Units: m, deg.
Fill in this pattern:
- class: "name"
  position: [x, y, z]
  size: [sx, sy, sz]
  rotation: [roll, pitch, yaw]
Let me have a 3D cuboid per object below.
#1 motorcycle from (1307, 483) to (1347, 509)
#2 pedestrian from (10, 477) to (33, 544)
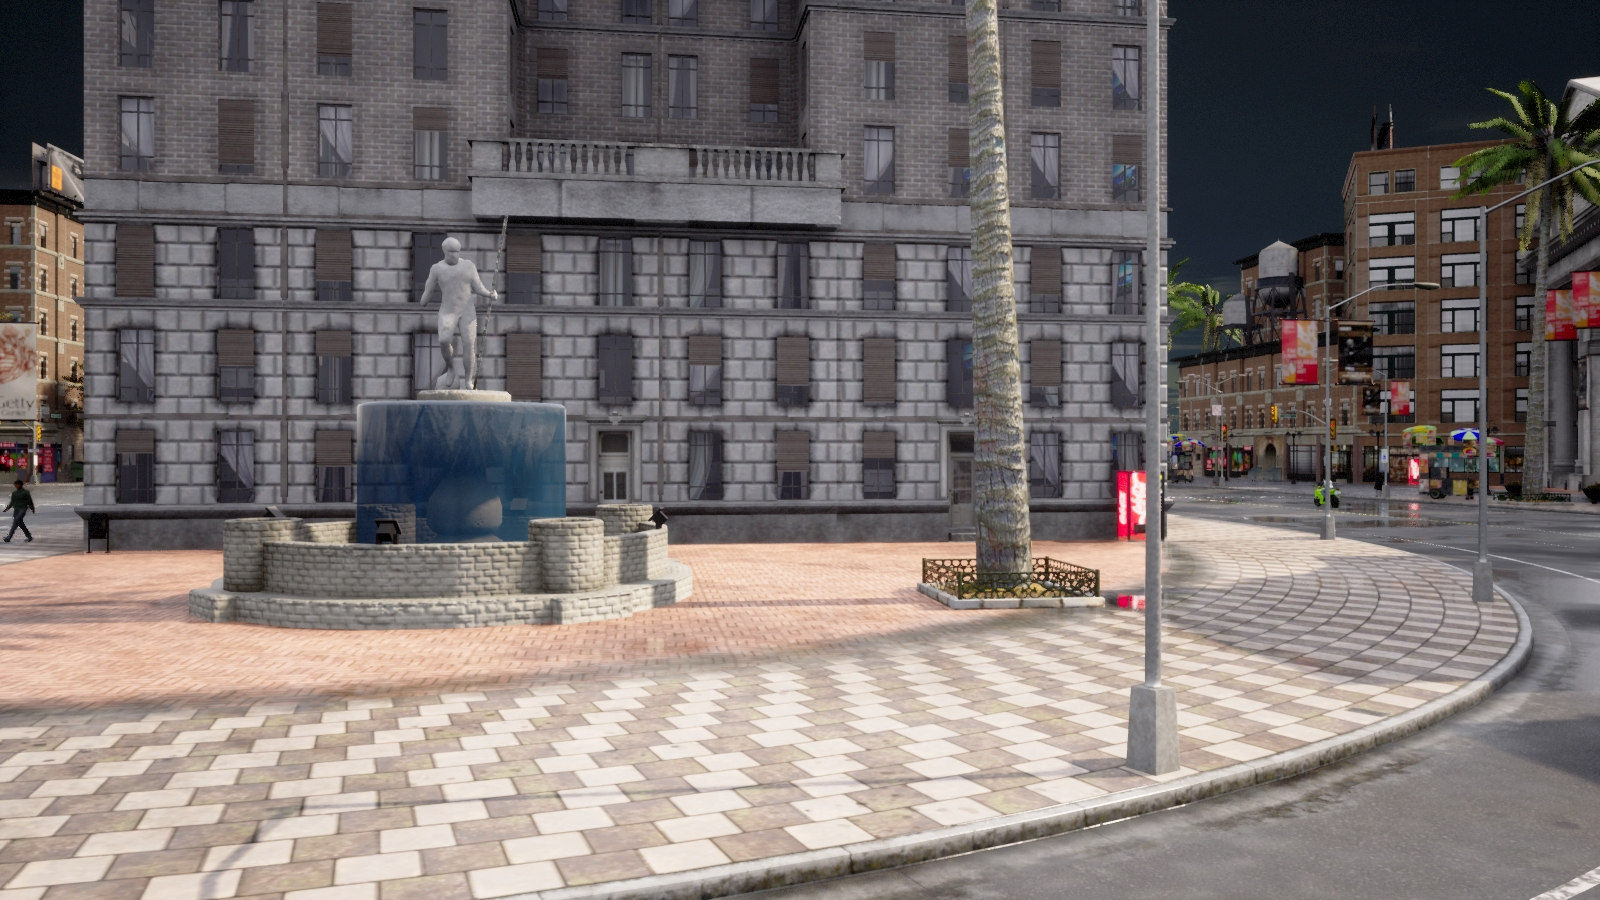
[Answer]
- class: "motorcycle"
  position: [25.547, 2.213, 55.422]
  size: [0.803, 1.145, 2.033]
  rotation: [0, 0, -7]
- class: "pedestrian"
  position: [-21.996, 1.697, 32.278]
  size: [0.375, 1.860, 0.375]
  rotation: [0, 0, 6]
